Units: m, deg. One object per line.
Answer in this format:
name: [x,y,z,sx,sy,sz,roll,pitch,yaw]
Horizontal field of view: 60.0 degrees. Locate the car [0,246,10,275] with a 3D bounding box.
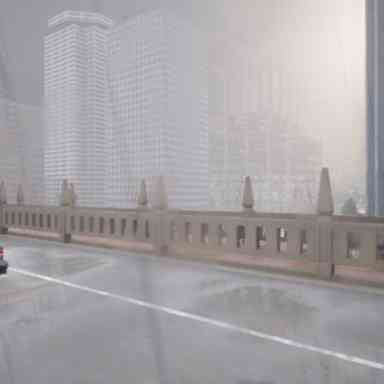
car: [-6.940,1.573,8.840,5.357,1.411,2.033,0,0,36]
